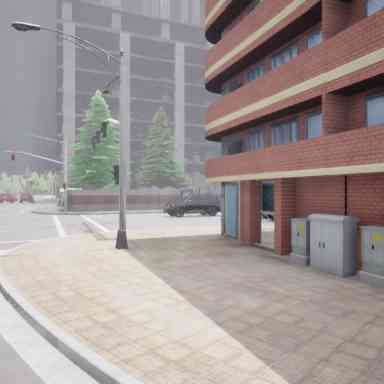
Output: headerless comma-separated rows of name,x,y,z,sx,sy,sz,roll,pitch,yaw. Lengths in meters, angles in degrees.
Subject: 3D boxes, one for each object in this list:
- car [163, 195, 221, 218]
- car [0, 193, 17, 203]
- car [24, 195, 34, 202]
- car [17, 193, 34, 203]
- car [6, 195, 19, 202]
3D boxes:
car,0.117,1.277,31.313,5.566,2.045,2.150,0,0,-23
car,-38.004,1.225,68.432,2.150,2.045,5.566,0,0,-23
car,-38.768,1.524,79.205,1.812,1.442,4.674,0,0,-23
car,-34.638,1.225,69.458,2.150,2.045,5.566,0,0,-23
car,-42.153,1.540,78.223,2.033,1.411,5.357,0,0,-23
